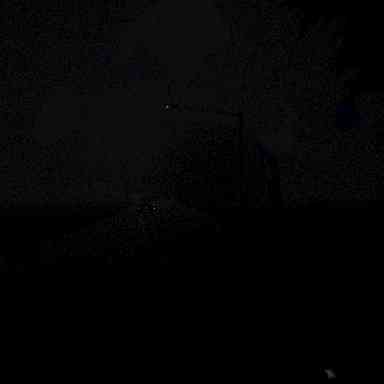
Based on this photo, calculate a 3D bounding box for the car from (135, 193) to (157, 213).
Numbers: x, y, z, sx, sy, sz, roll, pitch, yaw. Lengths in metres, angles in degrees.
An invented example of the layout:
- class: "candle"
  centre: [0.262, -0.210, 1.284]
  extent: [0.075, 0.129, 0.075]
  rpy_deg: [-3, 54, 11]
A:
- class: "car"
  centre: [-5.432, 1.437, 40.619]
  extent: [2.150, 2.045, 5.566]
  rpy_deg: [0, 0, -5]
